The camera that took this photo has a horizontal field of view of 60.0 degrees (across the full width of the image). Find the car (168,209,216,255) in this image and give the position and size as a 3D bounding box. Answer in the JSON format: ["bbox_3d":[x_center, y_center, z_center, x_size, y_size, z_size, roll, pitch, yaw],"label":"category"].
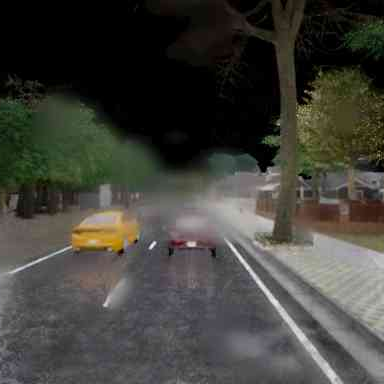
[{"bbox_3d":[0.010,1.663,13.895,1.812,1.442,4.674,0,0,0],"label":"car"}]

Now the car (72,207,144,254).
[{"bbox_3d":[-3.486,1.618,14.246,1.882,1.535,5.008,0,0,1],"label":"car"}]

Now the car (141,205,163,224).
[{"bbox_3d":[-3.520,1.793,27.541,2.033,1.411,5.357,0,0,0],"label":"car"}]

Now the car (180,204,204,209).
[{"bbox_3d":[-0.009,1.745,28.497,2.128,1.511,4.902,0,0,0],"label":"car"}]
